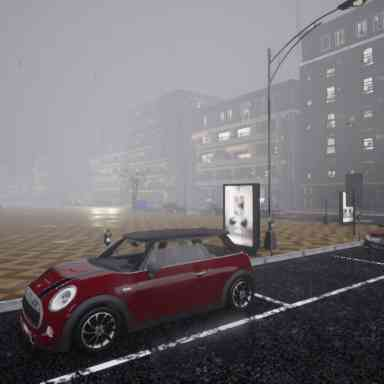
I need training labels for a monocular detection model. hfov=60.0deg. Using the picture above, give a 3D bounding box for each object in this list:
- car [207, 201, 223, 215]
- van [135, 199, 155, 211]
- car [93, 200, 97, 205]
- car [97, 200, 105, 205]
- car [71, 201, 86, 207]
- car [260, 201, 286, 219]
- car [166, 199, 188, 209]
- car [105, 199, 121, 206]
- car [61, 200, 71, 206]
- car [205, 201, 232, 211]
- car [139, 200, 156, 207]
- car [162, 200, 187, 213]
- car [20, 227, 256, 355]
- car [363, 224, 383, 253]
[{"bbox_3d":[3.720,1.968,36.828,2.008,1.369,4.403,-2,0,-36],"label":"car"},{"bbox_3d":[-7.411,2.034,52.093,1.690,1.788,3.998,-2,0,-36],"label":"van"},{"bbox_3d":[-25.778,2.797,91.189,1.887,1.381,4.507,-2,0,-36],"label":"car"},{"bbox_3d":[-22.473,2.736,86.706,1.947,1.339,4.313,-2,0,-36],"label":"car"},{"bbox_3d":[-25.915,2.703,77.252,2.008,1.369,4.403,-2,0,-36],"label":"car"},{"bbox_3d":[7.025,1.887,32.345,2.008,1.369,4.403,-2,0,-36],"label":"car"},{"bbox_3d":[-2.647,2.118,59.812,1.967,1.590,4.097,-2,0,-36],"label":"car"},{"bbox_3d":[-19.172,2.528,82.223,1.967,1.590,4.097,-2,0,-36],"label":"car"},{"bbox_3d":[-32.524,2.861,86.218,1.887,1.381,4.507,-2,0,-36],"label":"car"},{"bbox_3d":[4.025,2.096,50.891,1.802,1.307,4.206,-2,0,-36],"label":"car"},{"bbox_3d":[-9.256,2.424,68.775,1.802,1.307,4.206,-2,0,-36],"label":"car"},{"bbox_3d":[-2.431,2.114,45.250,1.887,1.381,4.507,-2,0,-36],"label":"car"},{"bbox_3d":[-0.809,1.440,6.013,4.097,1.590,1.967,0,0,-36],"label":"car"},{"bbox_3d":[8.138,1.581,12.508,4.206,1.307,1.802,0,0,-36],"label":"car"}]
